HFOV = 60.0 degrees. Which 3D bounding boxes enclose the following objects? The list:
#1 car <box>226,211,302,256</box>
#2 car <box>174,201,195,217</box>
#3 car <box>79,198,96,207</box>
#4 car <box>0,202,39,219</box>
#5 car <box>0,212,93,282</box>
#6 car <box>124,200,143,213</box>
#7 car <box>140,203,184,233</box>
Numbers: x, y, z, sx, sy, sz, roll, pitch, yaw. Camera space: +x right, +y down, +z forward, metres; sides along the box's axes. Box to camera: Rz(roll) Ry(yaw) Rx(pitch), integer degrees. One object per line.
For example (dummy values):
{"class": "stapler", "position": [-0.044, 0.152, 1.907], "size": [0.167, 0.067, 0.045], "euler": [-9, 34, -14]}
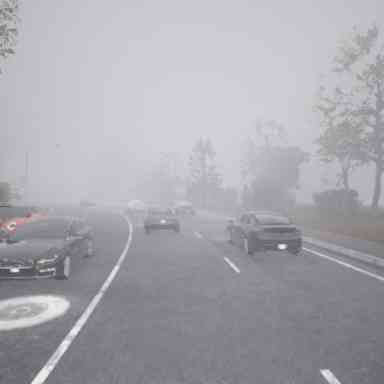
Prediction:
{"class": "car", "position": [2.641, 1.506, 13.092], "size": [1.837, 1.490, 4.892], "euler": [0, 0, -6]}
{"class": "car", "position": [-1.030, 1.553, 31.782], "size": [1.812, 1.442, 4.674], "euler": [0, 0, -16]}
{"class": "car", "position": [-16.163, 1.679, 51.437], "size": [1.994, 1.385, 4.181], "euler": [0, 0, -27]}
{"class": "car", "position": [-8.437, 1.385, 15.388], "size": [2.097, 1.767, 4.553], "euler": [0, 0, -9]}
{"class": "car", "position": [-4.238, 1.524, 9.936], "size": [1.837, 1.490, 4.892], "euler": [0, 0, -6]}
{"class": "car", "position": [-6.330, 1.568, 37.101], "size": [1.812, 1.442, 4.674], "euler": [0, 0, -18]}
{"class": "car", "position": [-1.928, 1.583, 20.052], "size": [1.994, 1.385, 4.181], "euler": [0, 0, -10]}
